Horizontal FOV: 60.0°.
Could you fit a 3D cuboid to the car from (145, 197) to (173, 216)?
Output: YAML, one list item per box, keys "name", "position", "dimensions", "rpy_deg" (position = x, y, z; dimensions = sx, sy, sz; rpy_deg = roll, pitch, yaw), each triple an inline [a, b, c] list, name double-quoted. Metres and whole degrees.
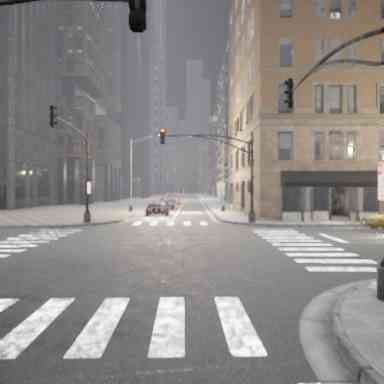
- name: "car"
  position: [-3.073, 1.435, 30.470]
  dimensions: [1.994, 1.385, 4.181]
  rpy_deg: [0, 0, 0]

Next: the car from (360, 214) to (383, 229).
- name: "car"
  position: [12.129, 1.434, 18.822]
  dimensions: [4.829, 1.417, 1.752]
  rpy_deg: [0, 0, -1]

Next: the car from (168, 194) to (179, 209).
- name: "car"
  position: [-3.059, 1.323, 40.324]
  dimensions: [2.128, 1.511, 4.902]
  rpy_deg: [0, 0, 0]
